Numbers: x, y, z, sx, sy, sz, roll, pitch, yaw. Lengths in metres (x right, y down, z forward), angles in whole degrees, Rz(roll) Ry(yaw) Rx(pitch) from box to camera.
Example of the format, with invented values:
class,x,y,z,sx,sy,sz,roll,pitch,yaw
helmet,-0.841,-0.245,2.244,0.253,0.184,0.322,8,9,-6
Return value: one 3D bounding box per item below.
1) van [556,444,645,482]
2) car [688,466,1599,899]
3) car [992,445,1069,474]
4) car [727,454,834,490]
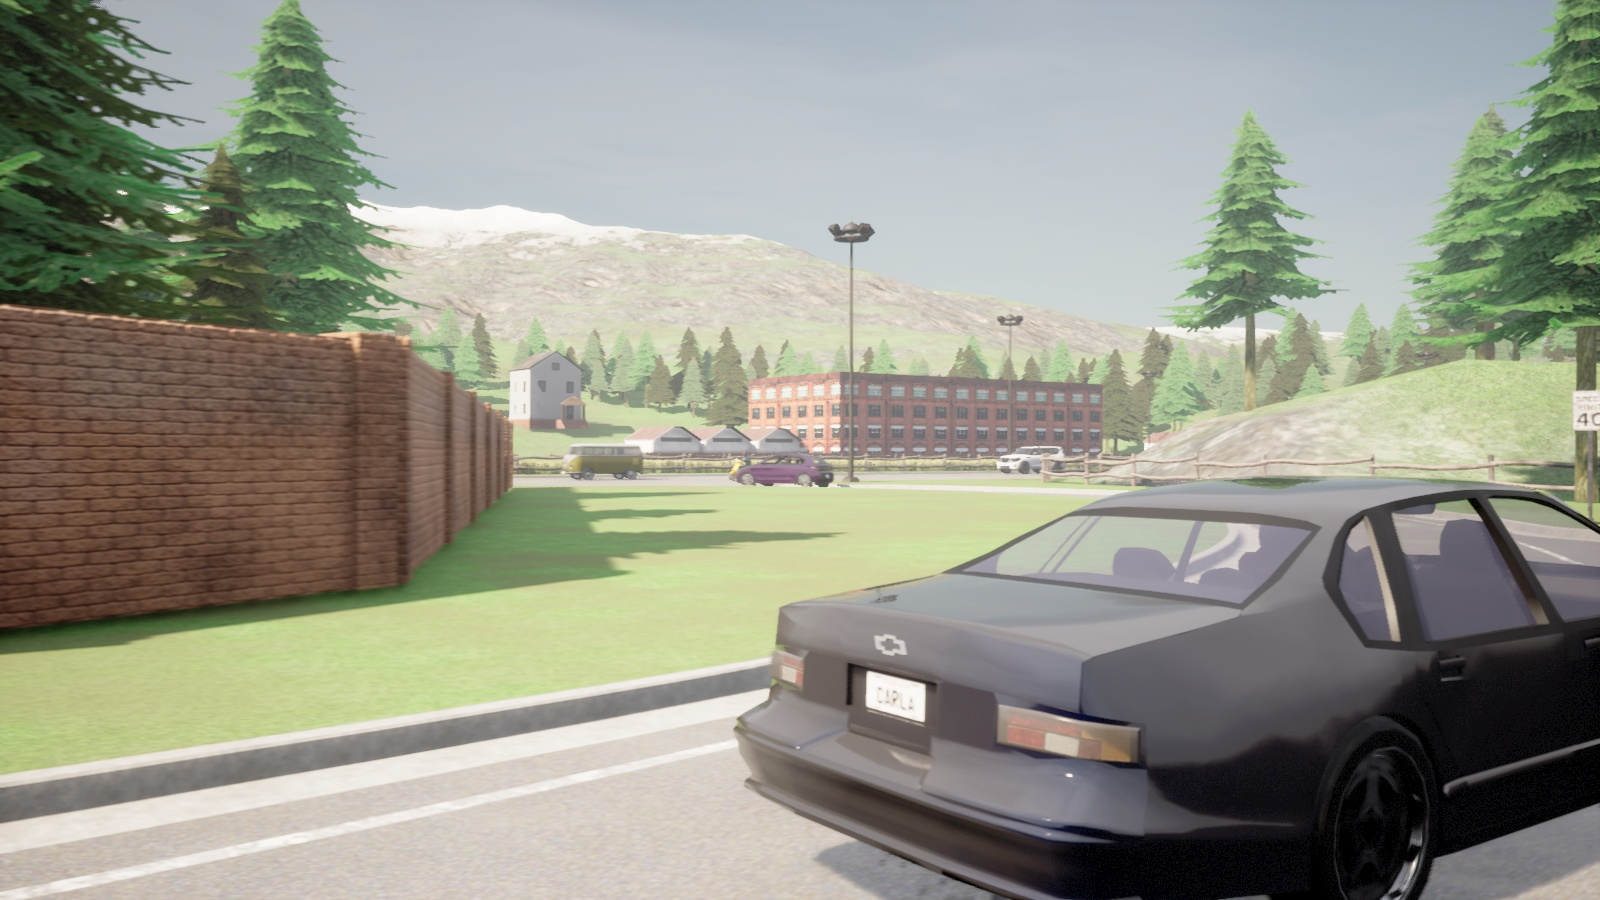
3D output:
class,x,y,z,sx,sy,sz,roll,pitch,yaw
van,-10.834,0.687,68.167,4.442,1.987,1.775,0,0,-35
car,2.368,0.800,5.307,5.357,1.411,2.033,0,0,-35
car,16.831,0.652,91.542,5.566,2.045,2.150,0,0,-34
car,-0.825,0.890,53.045,4.193,1.474,1.816,0,0,29
